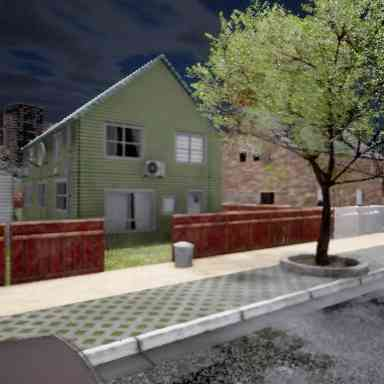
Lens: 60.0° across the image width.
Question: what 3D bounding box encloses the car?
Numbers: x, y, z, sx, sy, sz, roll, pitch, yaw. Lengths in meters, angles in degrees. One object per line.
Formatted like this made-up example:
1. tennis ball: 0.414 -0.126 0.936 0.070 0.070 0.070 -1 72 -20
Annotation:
1. car: -2.820 1.547 1.046 5.357 1.411 2.033 0 0 -35
